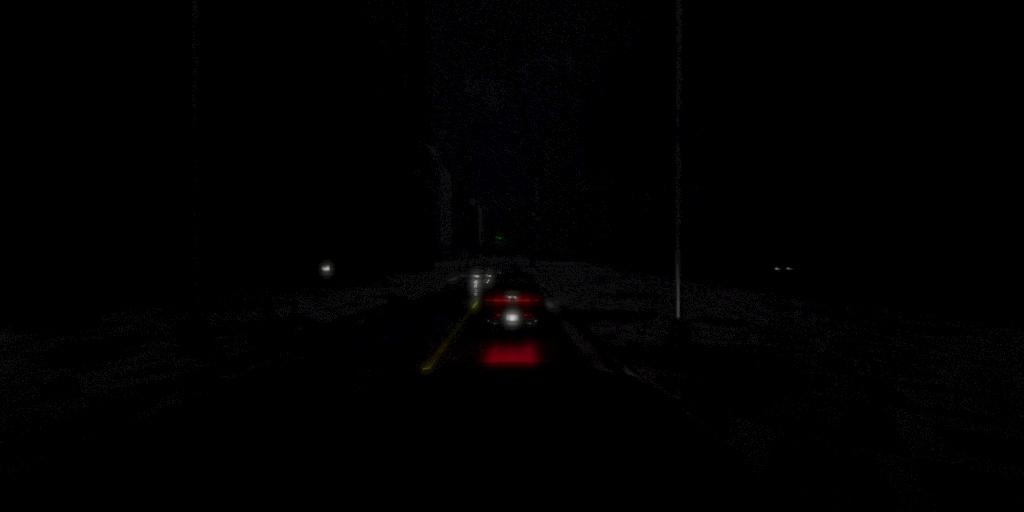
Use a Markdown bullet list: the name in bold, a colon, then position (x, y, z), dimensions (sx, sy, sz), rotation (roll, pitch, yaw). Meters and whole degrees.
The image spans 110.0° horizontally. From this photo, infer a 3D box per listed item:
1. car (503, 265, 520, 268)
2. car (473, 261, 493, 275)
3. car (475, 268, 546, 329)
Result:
- **car**: position (-0.045, 1.379, 27.928), dimensions (2.033, 1.411, 5.357), rotation (0, 0, 0)
- **car**: position (-3.257, 1.369, 41.039), dimensions (1.837, 1.490, 4.892), rotation (0, -1, 0)
- **car**: position (0.016, 1.287, 11.362), dimensions (1.837, 1.490, 4.892), rotation (0, 0, 0)
